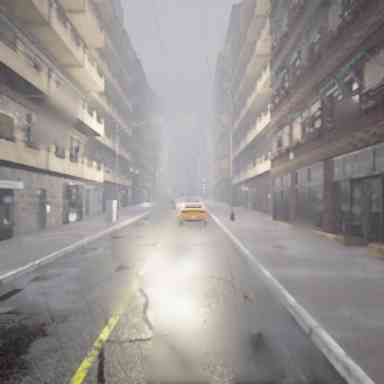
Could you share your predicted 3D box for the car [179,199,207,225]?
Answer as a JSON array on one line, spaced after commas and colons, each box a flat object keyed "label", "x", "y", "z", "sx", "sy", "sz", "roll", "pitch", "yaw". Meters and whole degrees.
[{"label": "car", "x": 0.090, "y": 1.506, "z": 24.464, "sx": 1.882, "sy": 1.535, "sz": 5.008, "roll": 0, "pitch": 0, "yaw": 0}]

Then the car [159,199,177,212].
[{"label": "car", "x": -2.862, "y": 1.610, "z": 40.709, "sx": 2.033, "sy": 1.411, "sz": 5.357, "roll": 0, "pitch": 0, "yaw": 0}]
